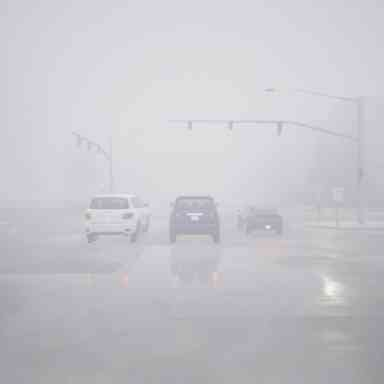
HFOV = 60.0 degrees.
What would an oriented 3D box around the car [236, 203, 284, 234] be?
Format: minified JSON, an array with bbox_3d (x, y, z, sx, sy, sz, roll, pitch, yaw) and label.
[{"bbox_3d":[3.609,1.390,18.224,1.837,1.490,4.892,0,0,0],"label":"car"}]

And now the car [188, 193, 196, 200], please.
[{"bbox_3d":[0.008,1.037,73.886,1.837,1.490,4.892,0,0,0],"label":"car"}]

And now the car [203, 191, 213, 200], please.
[{"bbox_3d":[3.508,0.762,73.914,2.150,2.045,5.566,0,0,0],"label":"car"}]

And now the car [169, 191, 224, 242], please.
[{"bbox_3d":[0.109,1.121,15.929,2.150,2.045,5.566,0,0,0],"label":"car"}]

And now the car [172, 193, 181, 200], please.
[{"bbox_3d":[-3.492,1.059,74.302,1.812,1.442,4.674,0,0,0],"label":"car"}]

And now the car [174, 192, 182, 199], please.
[{"bbox_3d":[-3.492,0.872,84.302,1.882,1.535,5.008,0,0,0],"label":"car"}]

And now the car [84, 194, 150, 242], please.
[{"bbox_3d":[-3.392,1.121,15.951,2.150,2.045,5.566,0,0,0],"label":"car"}]

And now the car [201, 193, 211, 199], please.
[{"bbox_3d":[3.508,0.919,84.303,2.128,1.511,4.902,0,0,0],"label":"car"}]

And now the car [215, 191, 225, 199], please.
[{"bbox_3d":[7.008,0.750,84.272,2.097,1.767,4.553,0,0,0],"label":"car"}]

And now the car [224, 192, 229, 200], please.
[{"bbox_3d":[7.008,0.890,74.272,2.097,1.767,4.553,0,0,0],"label":"car"}]

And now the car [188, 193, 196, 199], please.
[{"bbox_3d":[0.008,0.918,84.302,1.812,1.442,4.674,0,0,0],"label":"car"}]
